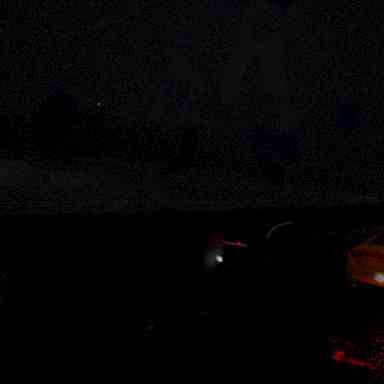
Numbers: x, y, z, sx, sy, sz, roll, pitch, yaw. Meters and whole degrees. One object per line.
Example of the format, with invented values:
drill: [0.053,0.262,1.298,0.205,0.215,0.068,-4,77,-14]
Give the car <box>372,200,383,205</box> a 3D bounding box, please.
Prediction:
car: [23.452,1.440,38.360,5.566,2.045,2.150,0,0,-37]

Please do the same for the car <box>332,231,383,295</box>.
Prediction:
car: [5.673,1.519,7.870,5.008,1.535,1.882,0,0,-35]

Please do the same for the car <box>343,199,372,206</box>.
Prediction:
car: [21.082,1.693,40.955,5.008,1.535,1.882,0,0,-37]

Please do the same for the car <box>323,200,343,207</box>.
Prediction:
car: [19.037,1.778,43.793,4.181,1.385,1.994,0,0,-37]

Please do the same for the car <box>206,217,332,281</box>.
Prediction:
car: [2.696,1.529,10.045,4.902,1.511,2.128,0,0,-35]
